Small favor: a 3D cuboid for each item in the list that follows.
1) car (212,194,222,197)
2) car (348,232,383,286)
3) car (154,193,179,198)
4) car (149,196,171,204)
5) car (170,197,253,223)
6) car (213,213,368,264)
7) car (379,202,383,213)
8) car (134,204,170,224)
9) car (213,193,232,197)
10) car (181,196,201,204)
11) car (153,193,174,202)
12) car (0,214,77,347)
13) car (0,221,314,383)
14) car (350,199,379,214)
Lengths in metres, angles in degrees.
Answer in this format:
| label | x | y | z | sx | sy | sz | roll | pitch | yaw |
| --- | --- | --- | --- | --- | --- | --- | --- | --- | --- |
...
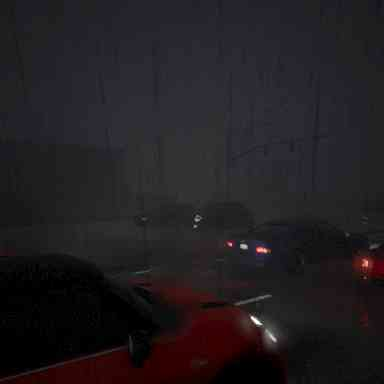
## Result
| label | x | y | z | sx | sy | sz | roll | pitch | yaw |
| --- | --- | --- | --- | --- | --- | --- | --- | --- | --- |
| car | 2.402 | 1.547 | 57.774 | 2.033 | 1.411 | 5.357 | 0 | 0 | -36 |
| car | 6.052 | 1.601 | 8.097 | 4.718 | 1.301 | 1.895 | 0 | 0 | -35 |
| car | -3.632 | 1.221 | 54.163 | 2.150 | 2.045 | 5.566 | 0 | 0 | -35 |
| car | -6.182 | 1.505 | 63.688 | 1.837 | 1.490 | 4.892 | 0 | 0 | -36 |
| car | 1.393 | 1.352 | 19.100 | 4.553 | 1.767 | 2.097 | 0 | 0 | -35 |
| car | 3.481 | 1.547 | 10.569 | 5.357 | 1.411 | 2.033 | 0 | 0 | -35 |
| car | 20.894 | 1.564 | 32.986 | 4.181 | 1.385 | 1.994 | 0 | 0 | -35 |
| car | -1.313 | 1.477 | 21.469 | 5.008 | 1.535 | 1.882 | 0 | 0 | -35 |
| car | 5.658 | 1.222 | 59.262 | 2.150 | 2.045 | 5.566 | 0 | 0 | -36 |
| car | -0.218 | 1.564 | 67.418 | 1.994 | 1.385 | 4.181 | 0 | 0 | -37 |
| car | -6.493 | 1.225 | 76.104 | 2.150 | 2.045 | 5.566 | 0 | 0 | -36 |
| car | -4.339 | 1.352 | 4.953 | 4.553 | 1.767 | 2.097 | 0 | 0 | -35 |
| car | -1.281 | 1.352 | 2.833 | 4.553 | 1.767 | 2.097 | 0 | 0 | -35 |
| car | 18.978 | 1.525 | 35.919 | 4.674 | 1.442 | 1.812 | 0 | 0 | -35 |
